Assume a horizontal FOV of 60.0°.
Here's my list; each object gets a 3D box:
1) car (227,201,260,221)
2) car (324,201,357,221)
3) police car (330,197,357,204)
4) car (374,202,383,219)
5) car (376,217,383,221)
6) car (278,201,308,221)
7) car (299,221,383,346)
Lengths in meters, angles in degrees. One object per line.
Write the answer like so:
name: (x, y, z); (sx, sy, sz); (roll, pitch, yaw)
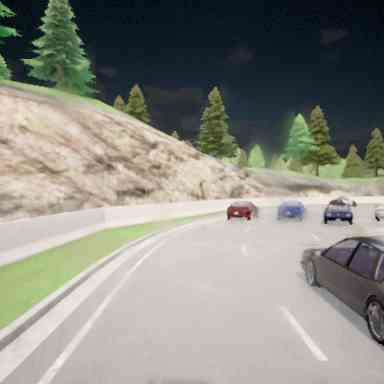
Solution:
car: (4.340, 1.466, 27.632); (1.882, 1.535, 5.008); (0, 0, 23)
car: (10.735, 1.590, 24.475); (1.895, 1.301, 4.718); (0, 0, 23)
police car: (22.301, 1.482, 48.932); (4.974, 1.542, 2.038); (0, 0, -35)
car: (15.783, 1.513, 26.706); (1.812, 1.442, 4.674); (0, 0, 28)
car: (7.260, 1.596, 9.041); (1.895, 1.301, 4.718); (0, 0, 3)
car: (8.348, 1.465, 27.428); (1.882, 1.535, 5.008); (0, 0, 25)
car: (3.653, 1.544, 6.216); (2.033, 1.411, 5.357); (0, 0, 1)
